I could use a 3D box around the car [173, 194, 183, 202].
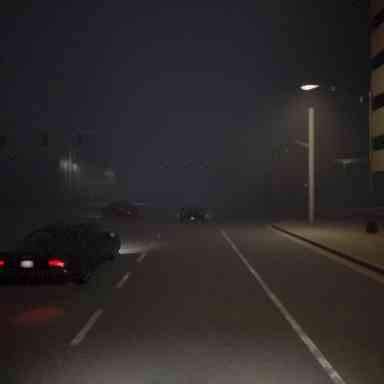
[{"bbox_3d":[-3.516,1.393,82.838,2.150,2.045,5.566,0,0,0],"label":"car"}]

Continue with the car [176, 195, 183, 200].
[{"bbox_3d":[-3.518,1.620,93.530,1.895,1.301,4.718,0,0,0],"label":"car"}]

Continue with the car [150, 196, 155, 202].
[{"bbox_3d":[-10.516,1.728,83.887,1.994,1.385,4.181,0,0,0],"label":"car"}]

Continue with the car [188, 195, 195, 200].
[{"bbox_3d":[-0.018,1.620,93.531,1.895,1.301,4.718,0,0,0],"label":"car"}]

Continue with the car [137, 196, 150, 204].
[{"bbox_3d":[-10.513,1.686,68.305,2.033,1.411,5.357,0,0,0],"label":"car"}]

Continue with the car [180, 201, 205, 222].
[{"bbox_3d":[0.057,1.659,26.801,1.895,1.301,4.718,0,0,0],"label":"car"}]

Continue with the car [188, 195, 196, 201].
[{"bbox_3d":[-0.016,1.709,83.209,2.033,1.411,5.357,0,0,0],"label":"car"}]

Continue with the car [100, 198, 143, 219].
[{"bbox_3d":[-6.469,1.540,29.110,1.882,1.535,5.008,1,-1,-33],"label":"car"}]

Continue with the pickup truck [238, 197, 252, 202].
[{"bbox_3d":[13.106,1.228,78.951,2.390,2.098,6.274,0,0,31],"label":"pickup truck"}]

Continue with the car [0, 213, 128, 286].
[{"bbox_3d":[-3.457,1.568,9.513,2.033,1.411,5.357,0,0,0],"label":"car"}]
